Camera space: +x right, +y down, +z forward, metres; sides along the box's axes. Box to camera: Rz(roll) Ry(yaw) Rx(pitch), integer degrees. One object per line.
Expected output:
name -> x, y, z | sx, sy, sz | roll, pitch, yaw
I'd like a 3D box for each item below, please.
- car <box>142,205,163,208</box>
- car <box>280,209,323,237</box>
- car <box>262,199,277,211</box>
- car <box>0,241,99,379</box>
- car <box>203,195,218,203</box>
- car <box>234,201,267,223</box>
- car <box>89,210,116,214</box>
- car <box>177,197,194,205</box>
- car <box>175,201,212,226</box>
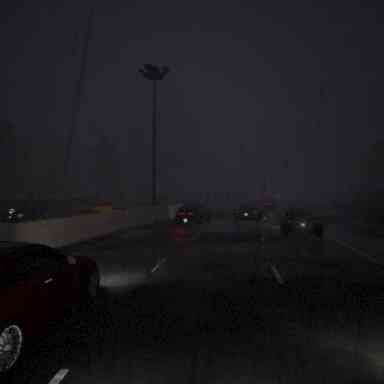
car -> -4.520, 1.575, 33.538 | 1.882, 1.535, 5.008 | 0, 0, 18
car -> 6.015, 1.634, 18.633 | 1.994, 1.385, 4.181 | 0, 0, 12
car -> 10.123, 1.648, 43.980 | 2.128, 1.511, 4.902 | 0, 0, 18
car -> -3.048, 1.538, 5.414 | 1.812, 1.442, 4.674 | 0, 0, 4
car -> 3.968, 1.452, 70.541 | 2.097, 1.767, 4.553 | 0, 0, 18
car -> 4.644, 1.657, 26.802 | 1.994, 1.385, 4.181 | 0, 0, 17
car -> -8.862, 1.561, 31.398 | 1.882, 1.535, 5.008 | 0, 0, 17
car -> -1.291, 1.736, 65.751 | 1.812, 1.442, 4.674 | 0, 0, 19
car -> 0.201, 1.583, 24.154 | 1.837, 1.490, 4.892 | 0, 0, 15
